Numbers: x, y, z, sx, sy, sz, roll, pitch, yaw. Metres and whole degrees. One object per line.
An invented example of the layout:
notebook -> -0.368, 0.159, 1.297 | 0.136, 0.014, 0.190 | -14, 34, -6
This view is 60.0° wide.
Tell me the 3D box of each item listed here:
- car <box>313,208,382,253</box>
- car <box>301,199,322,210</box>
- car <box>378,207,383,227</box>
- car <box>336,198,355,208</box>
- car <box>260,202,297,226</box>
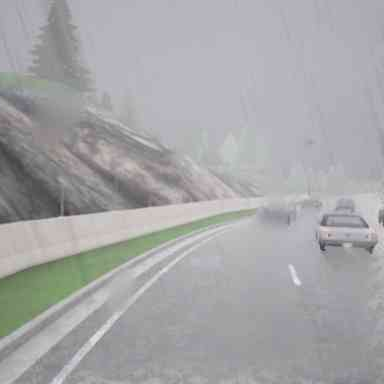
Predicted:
car -> 6.129, 1.551, 13.683 | 1.895, 1.301, 4.718 | 0, 0, 18
car -> 14.042, 1.438, 38.868 | 1.895, 1.301, 4.718 | 1, 0, 27
car -> 13.388, 1.544, 21.839 | 1.895, 1.301, 4.718 | 1, 0, 26
car -> 17.225, 1.415, 37.407 | 2.033, 1.411, 5.357 | 1, 0, 27
car -> 5.910, 1.417, 22.446 | 1.812, 1.442, 4.674 | 0, 0, 26
